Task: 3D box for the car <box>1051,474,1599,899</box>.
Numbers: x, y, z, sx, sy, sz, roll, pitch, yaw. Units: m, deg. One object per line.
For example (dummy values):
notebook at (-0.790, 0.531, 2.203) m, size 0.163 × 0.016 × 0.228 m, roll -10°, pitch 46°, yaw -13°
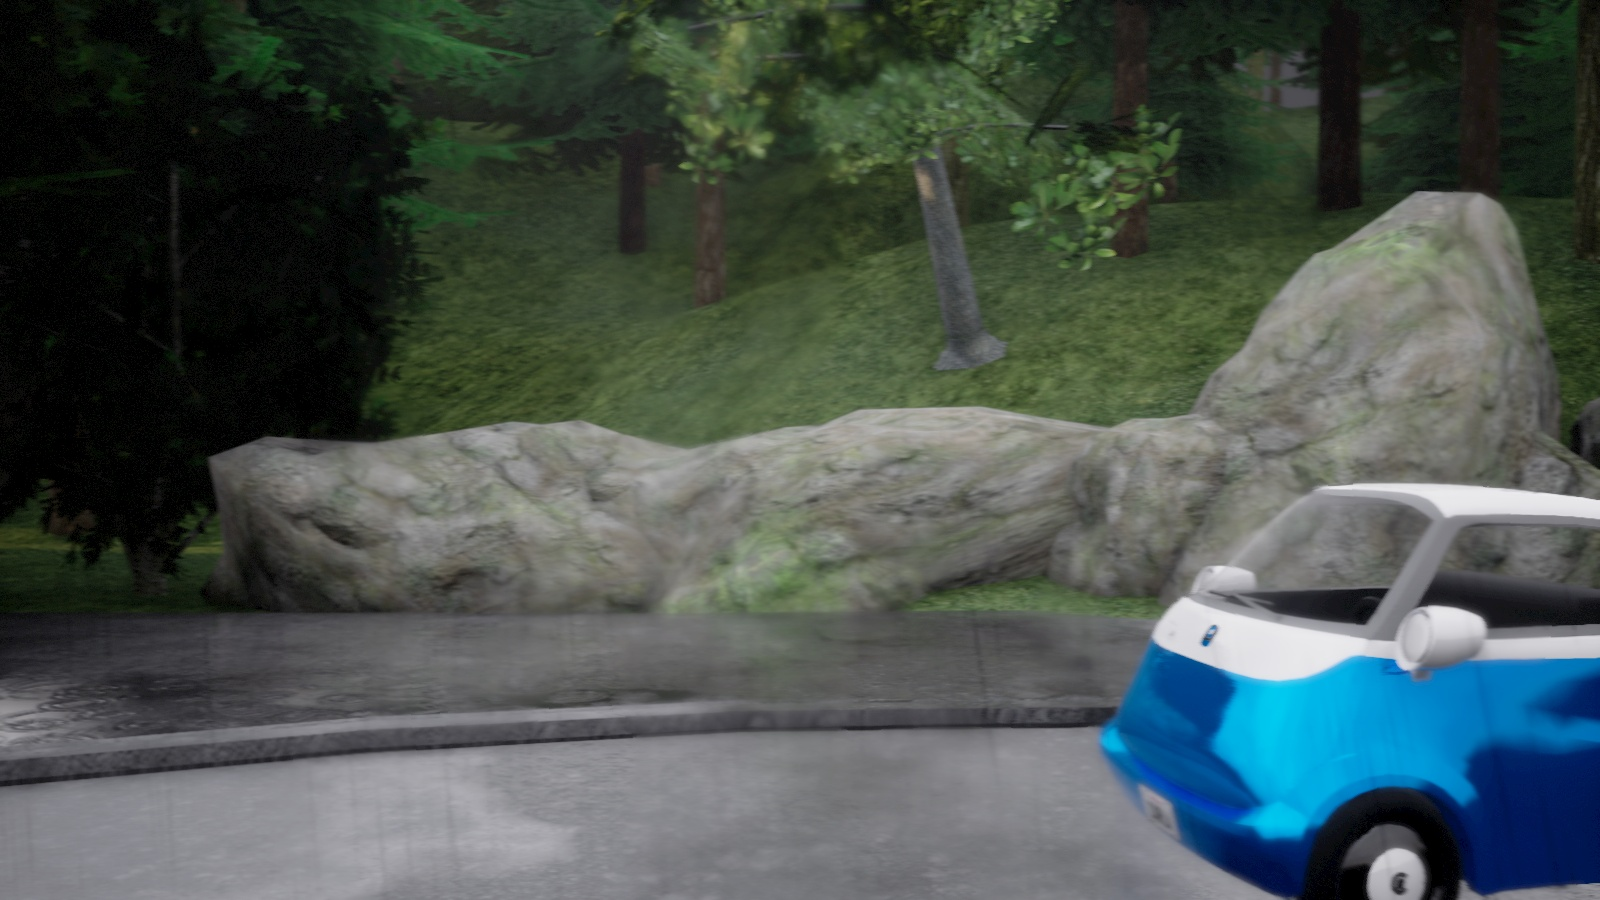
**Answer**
car at (2.188, 0.787, 4.348) m, size 2.207 × 1.376 × 1.481 m, roll 0°, pitch 0°, yaw -9°
